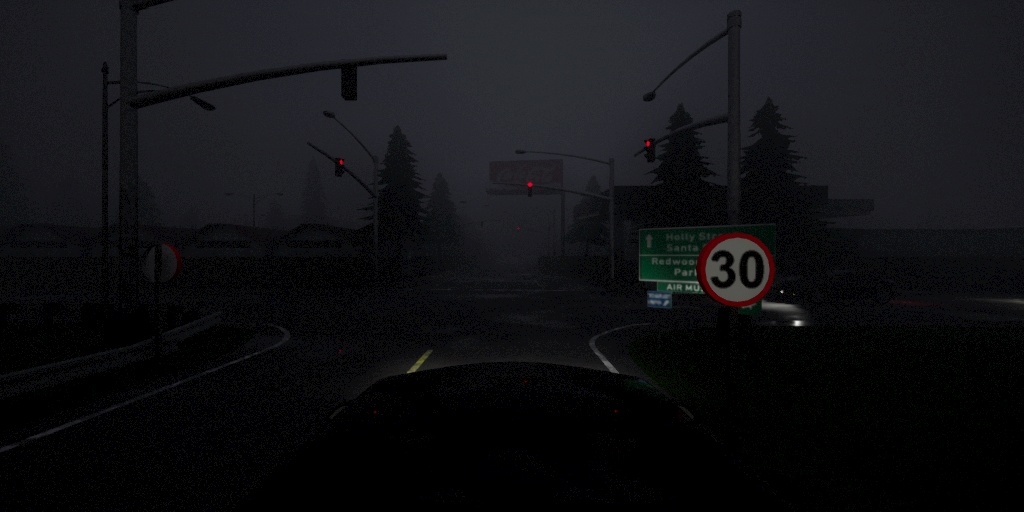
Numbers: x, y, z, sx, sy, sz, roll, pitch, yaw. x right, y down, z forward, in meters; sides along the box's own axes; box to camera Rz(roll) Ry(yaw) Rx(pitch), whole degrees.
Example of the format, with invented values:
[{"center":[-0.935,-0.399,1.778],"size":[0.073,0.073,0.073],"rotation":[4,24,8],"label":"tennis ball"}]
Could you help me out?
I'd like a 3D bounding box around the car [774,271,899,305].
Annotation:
[{"center":[15.197,1.446,16.947],"size":[4.892,1.490,1.837],"rotation":[0,0,1],"label":"car"}]
